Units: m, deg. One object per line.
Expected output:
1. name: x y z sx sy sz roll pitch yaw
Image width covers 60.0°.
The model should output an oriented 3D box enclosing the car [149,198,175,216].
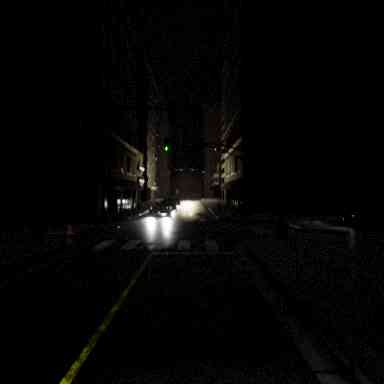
1. car: -2.983 1.566 32.670 1.895 1.301 4.718 0 0 1

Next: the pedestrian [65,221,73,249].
1. pedestrian: -4.807 1.658 13.067 0.500 1.100 0.500 0 0 0

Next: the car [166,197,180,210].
1. car: -2.930 1.447 42.991 2.128 1.511 4.902 0 0 0

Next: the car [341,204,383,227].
1. car: 12.198 1.484 21.688 4.674 1.442 1.812 0 0 0

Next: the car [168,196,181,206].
1. car: -2.874 1.472 54.114 1.812 1.442 4.674 0 0 1
